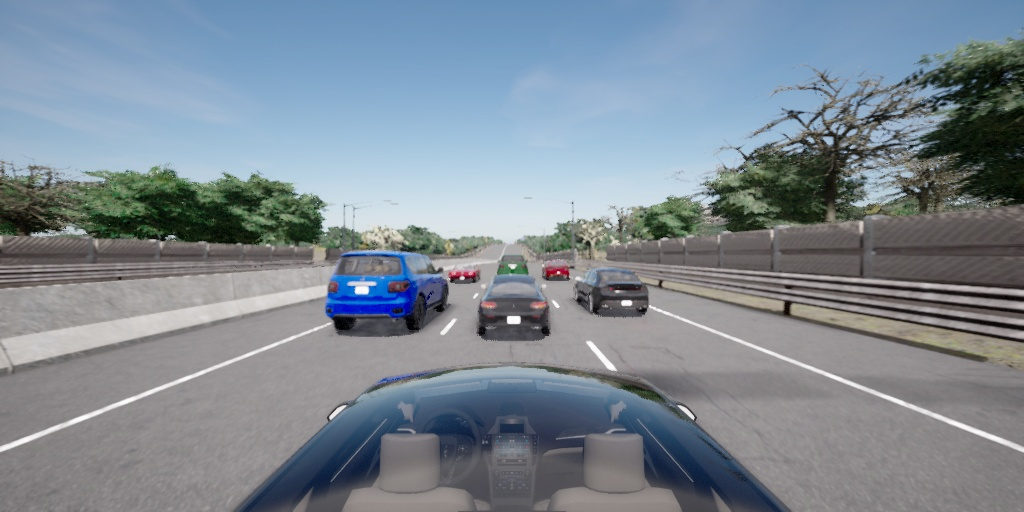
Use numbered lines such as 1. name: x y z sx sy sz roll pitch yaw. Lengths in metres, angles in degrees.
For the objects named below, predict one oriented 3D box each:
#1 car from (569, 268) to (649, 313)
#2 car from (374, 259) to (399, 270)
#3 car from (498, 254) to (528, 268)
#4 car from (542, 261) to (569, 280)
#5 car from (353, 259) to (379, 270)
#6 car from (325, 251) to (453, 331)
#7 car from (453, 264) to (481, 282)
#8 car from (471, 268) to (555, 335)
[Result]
1. car: 3.577 1.194 13.543 1.837 1.490 4.892 0 1 0
2. car: -17.561 1.206 50.459 1.812 1.442 4.674 0 0 0
3. car: 0.074 0.870 27.441 2.150 2.045 5.566 0 0 0
4. car: 3.587 1.123 29.976 1.882 1.535 5.008 0 0 0
5. car: -21.042 1.209 51.829 1.812 1.442 4.674 0 0 0
6. car: -3.441 0.915 10.951 2.150 2.045 5.566 0 -1 0
7. car: -3.429 1.248 27.084 1.895 1.301 4.718 0 0 0
8. car: 0.053 1.230 10.229 1.812 1.442 4.674 0 0 0
